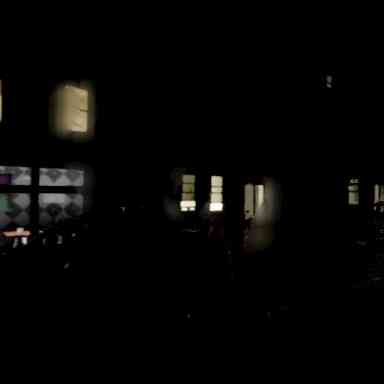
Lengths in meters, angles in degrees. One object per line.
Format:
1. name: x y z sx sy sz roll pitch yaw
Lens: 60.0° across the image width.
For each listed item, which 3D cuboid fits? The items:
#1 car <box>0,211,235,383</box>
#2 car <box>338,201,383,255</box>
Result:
1. car: -1.521 1.306 5.450 5.009 1.841 2.192 0 1 -35
2. car: 7.284 1.250 11.728 5.009 1.841 2.192 0 1 -35
